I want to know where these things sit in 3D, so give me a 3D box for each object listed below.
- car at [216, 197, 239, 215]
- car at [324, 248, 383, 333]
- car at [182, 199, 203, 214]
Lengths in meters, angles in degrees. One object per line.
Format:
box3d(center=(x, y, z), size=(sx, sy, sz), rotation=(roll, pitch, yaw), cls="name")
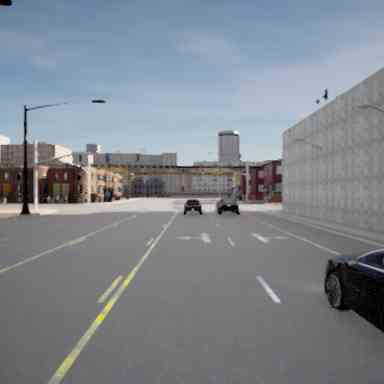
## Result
box3d(center=(3.610, 1.348, 34.515), size=(2.097, 1.767, 4.553), rotation=(0, 0, 0), cls="car")
box3d(center=(3.601, 1.491, 4.855), size=(2.128, 1.511, 4.902), rotation=(0, 0, 0), cls="car")
box3d(center=(0.065, 1.500, 35.105), size=(1.837, 1.490, 4.892), rotation=(0, 0, -1), cls="car")
